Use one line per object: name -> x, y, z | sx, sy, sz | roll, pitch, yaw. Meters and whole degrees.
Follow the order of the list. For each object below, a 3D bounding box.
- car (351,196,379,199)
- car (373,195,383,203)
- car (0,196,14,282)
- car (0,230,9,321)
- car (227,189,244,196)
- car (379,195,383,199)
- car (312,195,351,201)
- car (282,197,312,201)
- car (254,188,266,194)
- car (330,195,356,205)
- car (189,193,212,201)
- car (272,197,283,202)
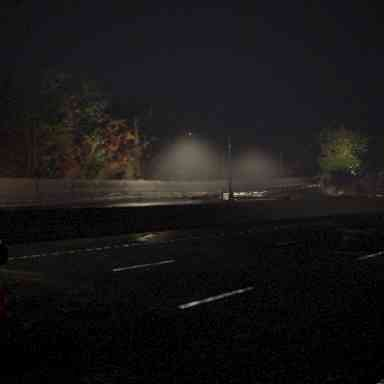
car -> 27.220, 1.322, 53.086 | 4.902, 1.511, 2.128 | 0, 0, -38
car -> 38.249, 1.338, 66.366 | 4.902, 1.511, 2.128 | 0, 0, -39
car -> -7.242, 1.154, 7.334 | 5.566, 2.045, 2.150 | 0, 0, -39
car -> -5.141, 1.307, 4.530 | 4.553, 1.767, 2.097 | 0, 0, -39
car -> 8.749, 0.228, 66.829 | 2.097, 1.767, 4.553 | 0, 2, 29
car -> 31.112, 1.345, 51.700 | 4.902, 1.511, 2.128 | 0, 0, -38
car -> 17.084, 1.374, 40.521 | 4.674, 1.442, 1.812 | 0, 0, -38
car -> 14.161, 1.427, 42.669 | 4.718, 1.301, 1.895 | 0, 0, -38
car -> 16.571, -0.180, 80.214 | 1.837, 1.490, 4.892 | 0, 2, 31
car -> 25.594, 1.312, 56.255 | 4.892, 1.490, 1.837 | 0, 0, -38
car -> 1.376, 0.762, 52.974 | 1.895, 1.301, 4.718 | 0, 1, 28
car -> 12.803, 1.369, 46.051 | 4.181, 1.385, 1.994 | 0, 0, -38
